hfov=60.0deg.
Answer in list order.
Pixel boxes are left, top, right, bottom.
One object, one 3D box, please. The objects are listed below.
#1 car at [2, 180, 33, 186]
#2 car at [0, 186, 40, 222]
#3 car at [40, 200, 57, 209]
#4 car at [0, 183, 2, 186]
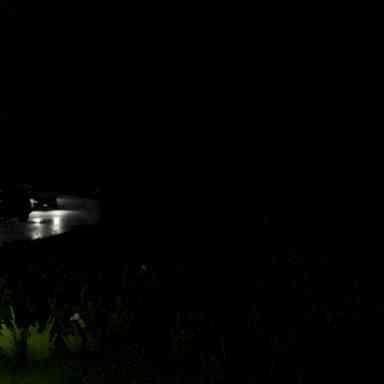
[{"bbox_3d":[-18.942,-0.299,37.438,5.008,1.535,1.882,6,4,36],"label":"car"},{"bbox_3d":[-11.696,0.948,19.576,2.150,2.045,5.566,0,3,5],"label":"car"},{"bbox_3d":[-12.949,0.630,29.382,1.812,1.442,4.674,0,5,-24],"label":"car"},{"bbox_3d":[-23.922,-0.896,44.555,5.357,1.411,2.033,6,3,34],"label":"car"}]
